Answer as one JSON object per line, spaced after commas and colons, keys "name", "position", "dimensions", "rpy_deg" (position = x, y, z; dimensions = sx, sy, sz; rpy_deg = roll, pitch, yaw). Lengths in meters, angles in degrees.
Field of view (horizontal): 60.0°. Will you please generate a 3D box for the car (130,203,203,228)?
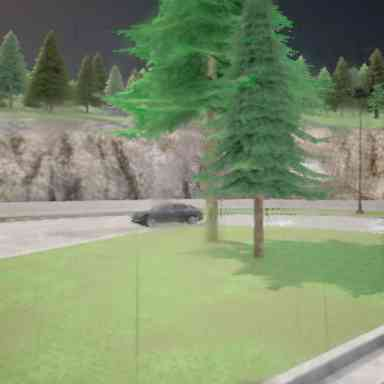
{"name": "car", "position": [-1.636, 1.479, 21.970], "dimensions": [4.892, 1.490, 1.837], "rpy_deg": [0, -2, -26]}
